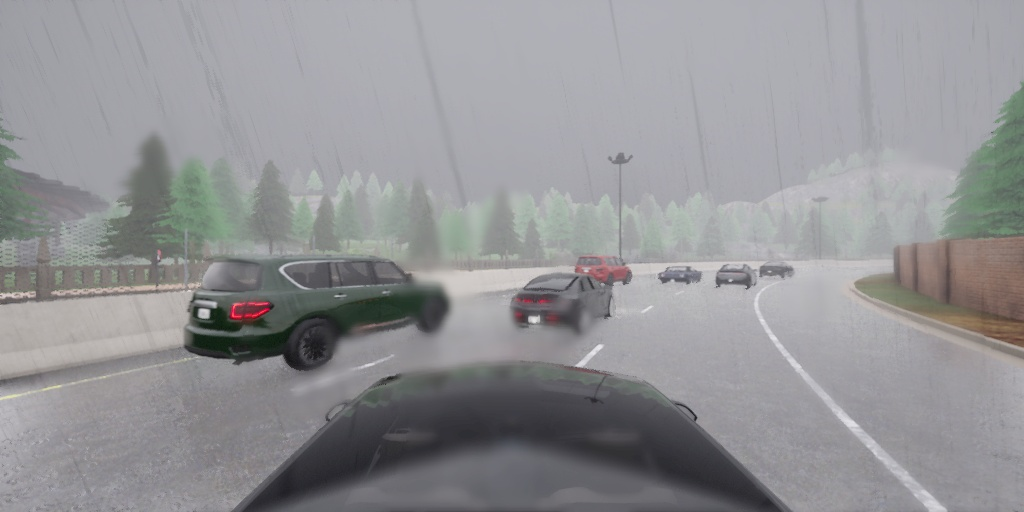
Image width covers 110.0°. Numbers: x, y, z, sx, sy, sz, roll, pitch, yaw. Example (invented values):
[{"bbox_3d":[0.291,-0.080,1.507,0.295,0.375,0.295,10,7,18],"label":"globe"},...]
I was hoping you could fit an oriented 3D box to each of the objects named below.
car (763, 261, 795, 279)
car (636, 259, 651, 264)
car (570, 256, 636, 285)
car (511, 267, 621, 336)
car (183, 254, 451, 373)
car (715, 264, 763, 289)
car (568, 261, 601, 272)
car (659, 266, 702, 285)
[{"bbox_3d":[24.849,1.242,33.600,5.008,1.535,1.882,0,0,-41],"label":"car"},{"bbox_3d":[15.340,1.139,44.214,4.553,1.767,2.097,0,0,-41],"label":"car"},{"bbox_3d":[6.105,0.992,23.856,2.150,2.045,5.566,0,0,37],"label":"car"},{"bbox_3d":[1.703,1.265,10.670,1.837,1.490,4.892,0,0,28],"label":"car"},{"bbox_3d":[-3.659,0.984,8.038,2.150,2.045,5.566,0,0,26],"label":"car"},{"bbox_3d":[14.602,1.254,23.269,2.128,1.511,4.902,0,0,39],"label":"car"},{"bbox_3d":[9.868,1.398,48.717,4.718,1.301,1.895,0,0,-41],"label":"car"},{"bbox_3d":[12.410,1.368,26.175,1.895,1.301,4.718,0,0,40],"label":"car"}]
